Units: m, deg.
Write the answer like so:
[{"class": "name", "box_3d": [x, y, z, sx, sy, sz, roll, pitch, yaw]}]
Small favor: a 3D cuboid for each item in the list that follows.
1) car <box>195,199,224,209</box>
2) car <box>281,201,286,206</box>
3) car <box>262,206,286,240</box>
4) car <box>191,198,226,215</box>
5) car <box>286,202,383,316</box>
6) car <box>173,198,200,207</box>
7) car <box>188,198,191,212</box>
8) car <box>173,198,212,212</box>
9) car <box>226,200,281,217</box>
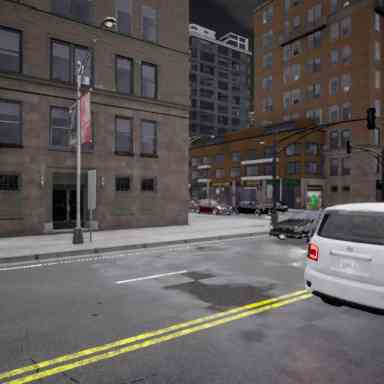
[{"class": "car", "box_3d": [2.310, 1.594, 45.968, 1.802, 1.307, 4.206, 0, 0, -35]}, {"class": "car", "box_3d": [8.676, 1.580, 36.969, 1.947, 1.339, 4.313, 0, 0, -35]}, {"class": "car", "box_3d": [6.097, 1.549, 16.042, 5.357, 1.411, 2.033, 0, 0, -35]}, {"class": "car", "box_3d": [2.125, 1.423, 32.335, 1.967, 1.590, 4.097, 0, 0, -35]}, {"class": "car", "box_3d": [4.639, 1.223, 6.757, 5.566, 2.045, 2.150, 0, 0, -36]}, {"class": "car", "box_3d": [-0.873, 1.579, 50.466, 1.947, 1.339, 4.313, 0, 0, -35]}, {"class": "car", "box_3d": [-1.058, 1.421, 36.834, 1.967, 1.590, 4.097, 0, 0, -35]}, {"class": "car", "box_3d": [-0.023, 1.482, 39.764, 2.128, 1.511, 4.902, 0, 0, -35]}, {"class": "car", "box_3d": [5.716, 1.595, 31.651, 1.895, 1.301, 4.718, 0, 0, -35]}]
